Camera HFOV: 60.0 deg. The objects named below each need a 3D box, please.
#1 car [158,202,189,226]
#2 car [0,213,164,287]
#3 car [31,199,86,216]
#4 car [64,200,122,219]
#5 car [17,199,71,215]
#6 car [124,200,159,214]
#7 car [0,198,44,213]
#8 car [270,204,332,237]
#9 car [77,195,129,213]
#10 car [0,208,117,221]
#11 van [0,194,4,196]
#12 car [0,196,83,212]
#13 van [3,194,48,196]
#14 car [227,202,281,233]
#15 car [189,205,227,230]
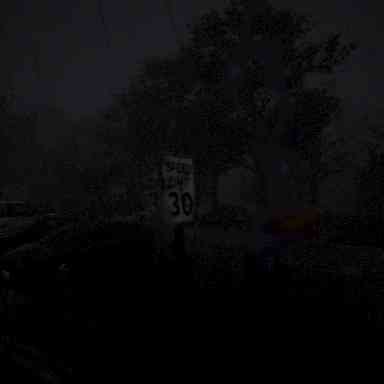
[{"bbox_3d":[0.032,1.612,24.021,2.002,1.452,4.674,0,0,36],"label":"car"},{"bbox_3d":[-3.186,1.630,10.161,2.163,1.488,4.792,0,0,36],"label":"car"},{"bbox_3d":[-13.499,1.547,33.885,2.163,1.488,4.792,0,0,36],"label":"car"},{"bbox_3d":[-8.948,1.560,30.510,2.163,1.488,4.792,0,0,36],"label":"car"},{"bbox_3d":[-15.634,1.549,35.435,2.163,1.488,4.792,0,0,36],"label":"car"},{"bbox_3d":[-2.317,1.559,25.501,1.946,1.575,5.366,0,0,36],"label":"car"},{"bbox_3d":[-20.129,1.538,38.670,2.097,1.535,5.008,0,0,36],"label":"car"},{"bbox_3d":[6.656,1.602,19.209,2.097,1.535,5.008,0,0,36],"label":"car"},{"bbox_3d":[-6.673,1.290,28.928,2.435,2.045,5.566,0,0,36],"label":"car"},{"bbox_3d":[-5.412,1.590,11.820,2.097,1.535,5.008,0,0,36],"label":"car"},{"bbox_3d":[-22.306,1.326,40.388,1.878,1.987,4.442,0,0,36],"label":"van"},{"bbox_3d":[-7.644,1.329,13.469,2.435,2.045,5.566,0,0,36],"label":"car"},{"bbox_3d":[-17.943,1.301,36.942,1.878,1.987,4.442,0,0,36],"label":"van"},{"bbox_3d":[4.435,1.467,20.866,2.185,1.767,4.553,0,0,36],"label":"car"},{"bbox_3d":[2.258,1.612,22.372,2.163,1.488,4.792,0,0,36],"label":"car"}]
